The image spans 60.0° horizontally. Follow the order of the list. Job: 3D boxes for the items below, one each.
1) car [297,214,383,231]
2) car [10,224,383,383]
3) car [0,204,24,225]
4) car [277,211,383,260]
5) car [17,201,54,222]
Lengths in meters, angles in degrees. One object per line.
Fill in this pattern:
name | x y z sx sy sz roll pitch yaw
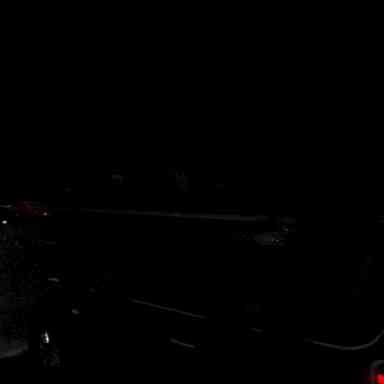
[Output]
car | 4.731 1.478 9.215 5.008 1.535 1.882 0 0 35
car | 0.048 1.352 3.957 4.553 1.767 2.097 0 0 35
car | -13.550 1.600 22.248 4.718 1.301 1.895 0 0 35
car | 5.663 1.564 12.847 4.181 1.385 1.994 0 0 36
car | -12.899 1.477 26.083 5.008 1.535 1.882 0 0 35
